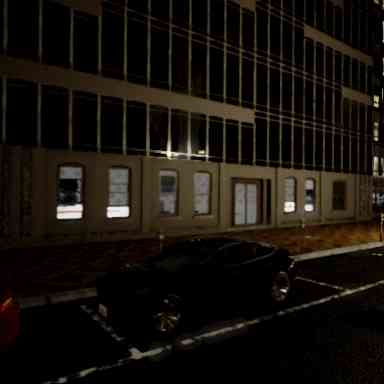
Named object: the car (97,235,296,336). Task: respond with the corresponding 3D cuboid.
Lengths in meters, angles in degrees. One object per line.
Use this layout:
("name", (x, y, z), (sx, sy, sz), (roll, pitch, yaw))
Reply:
("car", (0.308, 1.607, 6.777), (4.313, 1.339, 1.947), (1, 0, -36))

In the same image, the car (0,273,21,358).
("car", (-4.325, 1.528, 3.471), (4.507, 1.381, 1.887), (1, 0, -36))
